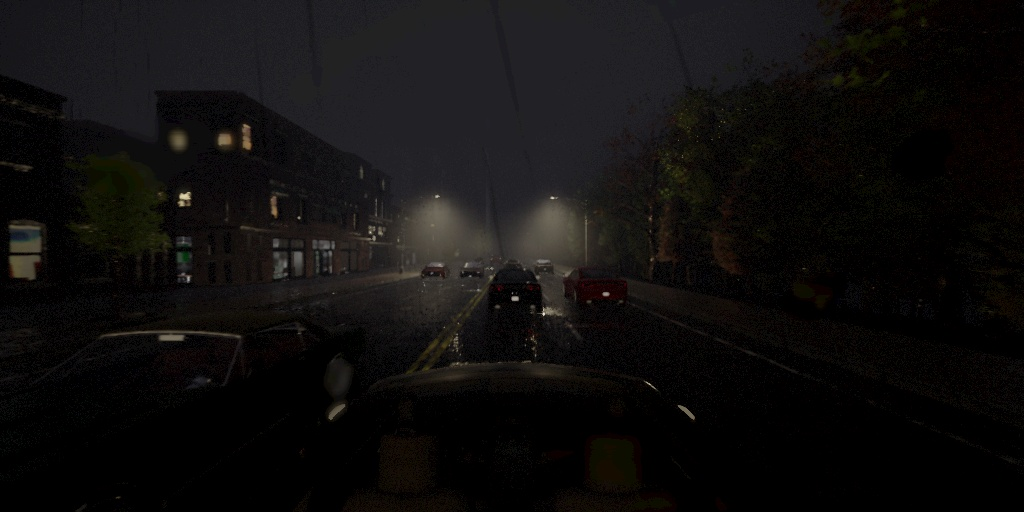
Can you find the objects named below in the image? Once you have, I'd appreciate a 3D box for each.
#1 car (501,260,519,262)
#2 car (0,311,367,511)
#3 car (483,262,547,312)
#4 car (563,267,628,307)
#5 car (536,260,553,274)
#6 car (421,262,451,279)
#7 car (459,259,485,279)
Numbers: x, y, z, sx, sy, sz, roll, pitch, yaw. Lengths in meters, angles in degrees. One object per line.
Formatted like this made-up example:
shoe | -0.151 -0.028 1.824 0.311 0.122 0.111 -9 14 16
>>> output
car | 0.096 1.159 38.580 1.837 1.490 4.892 0 1 0
car | -3.305 1.346 3.615 1.895 1.301 4.718 0 0 0
car | 0.101 1.196 14.005 1.882 1.535 5.008 0 1 0
car | 3.348 1.193 15.250 1.882 1.535 5.008 0 0 0
car | 3.346 1.144 38.807 2.128 1.511 4.902 0 0 0
car | -6.592 1.236 31.481 1.994 1.385 4.181 0 0 0
car | -3.345 1.220 31.382 2.033 1.411 5.357 0 0 0
